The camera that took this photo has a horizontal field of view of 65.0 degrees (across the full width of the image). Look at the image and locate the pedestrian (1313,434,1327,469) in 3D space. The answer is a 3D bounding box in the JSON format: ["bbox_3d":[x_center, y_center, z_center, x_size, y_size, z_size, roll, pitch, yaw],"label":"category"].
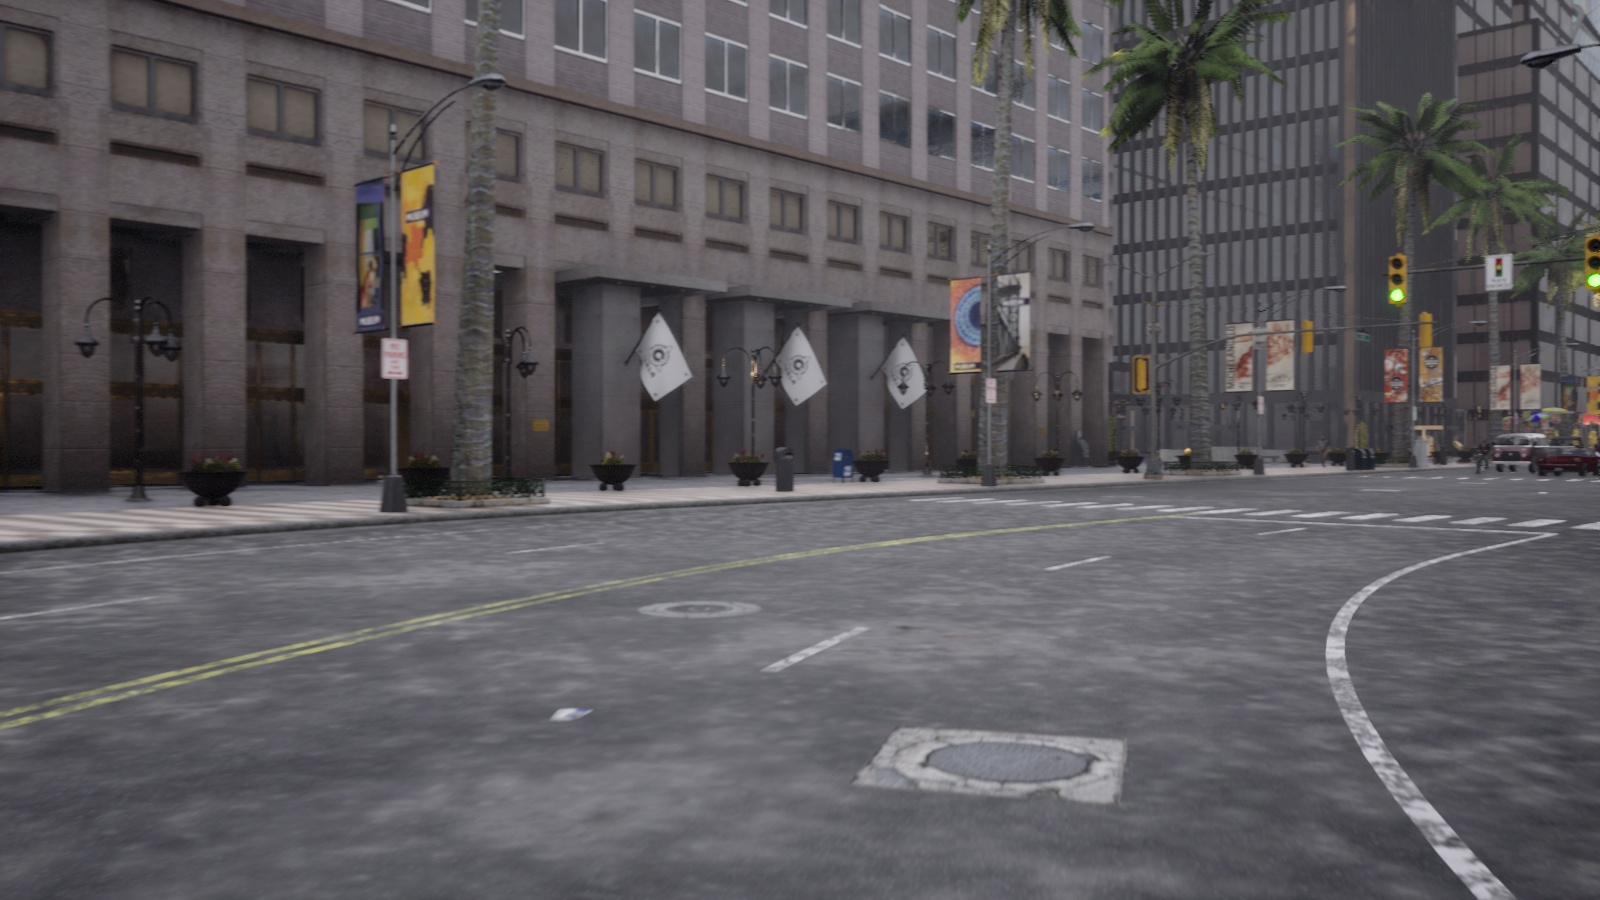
[{"bbox_3d":[27.883,0.085,67.314,0.540,1.848,0.694,0,0,34],"label":"pedestrian"}]

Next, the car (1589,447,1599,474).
[{"bbox_3d":[42.054,0.527,65.166,1.481,1.376,2.207,0,0,43],"label":"car"}]

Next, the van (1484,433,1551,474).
[{"bbox_3d":[37.264,0.186,65.167,2.069,2.038,4.480,0,0,43],"label":"van"}]

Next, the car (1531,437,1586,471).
[{"bbox_3d":[43.296,0.234,71.617,1.905,1.878,3.866,0,0,43],"label":"car"}]

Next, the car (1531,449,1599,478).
[{"bbox_3d":[35.532,0.597,58.202,1.895,1.301,4.718,0,0,43],"label":"car"}]
